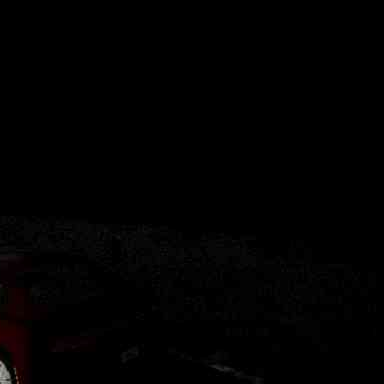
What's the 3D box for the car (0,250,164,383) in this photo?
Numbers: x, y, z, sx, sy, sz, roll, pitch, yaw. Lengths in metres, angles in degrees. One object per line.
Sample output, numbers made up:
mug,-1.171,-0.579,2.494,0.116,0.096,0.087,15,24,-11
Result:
car,-2.452,1.513,4.711,4.507,1.381,1.887,0,0,35
